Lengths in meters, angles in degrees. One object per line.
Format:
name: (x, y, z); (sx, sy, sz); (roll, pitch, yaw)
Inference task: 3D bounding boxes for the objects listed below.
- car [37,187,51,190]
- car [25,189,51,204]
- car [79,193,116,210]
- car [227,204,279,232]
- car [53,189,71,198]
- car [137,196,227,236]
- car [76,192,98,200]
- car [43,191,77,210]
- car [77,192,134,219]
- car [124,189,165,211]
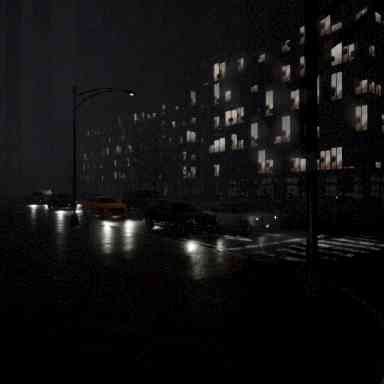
car: (-28.559, -0.026, 63.717); (2.150, 2.045, 5.566); (0, 1, -38)
car: (-19.206, 0.707, 40.958); (1.837, 1.490, 4.892); (0, 1, -37)
car: (-9.750, 0.883, 34.077); (1.882, 1.535, 5.008); (0, 1, -38)
car: (2.449, 1.368, 18.542); (1.895, 1.301, 4.718); (0, 1, -39)
car: (-25.553, 0.243, 65.148); (1.882, 1.535, 5.008); (0, 1, -38)
car: (-0.719, 1.231, 17.286); (1.882, 1.535, 5.008); (0, 1, -37)
car: (-17.321, 0.614, 54.614); (1.895, 1.301, 4.718); (0, 1, -38)
car: (-12.841, 0.898, 32.745); (1.837, 1.490, 4.892); (0, 1, -38)
car: (-6.565, 1.057, 24.732); (1.882, 1.535, 5.008); (0, 1, -38)
car: (-3.583, 0.810, 26.195); (2.150, 2.045, 5.566); (0, 1, -38)
